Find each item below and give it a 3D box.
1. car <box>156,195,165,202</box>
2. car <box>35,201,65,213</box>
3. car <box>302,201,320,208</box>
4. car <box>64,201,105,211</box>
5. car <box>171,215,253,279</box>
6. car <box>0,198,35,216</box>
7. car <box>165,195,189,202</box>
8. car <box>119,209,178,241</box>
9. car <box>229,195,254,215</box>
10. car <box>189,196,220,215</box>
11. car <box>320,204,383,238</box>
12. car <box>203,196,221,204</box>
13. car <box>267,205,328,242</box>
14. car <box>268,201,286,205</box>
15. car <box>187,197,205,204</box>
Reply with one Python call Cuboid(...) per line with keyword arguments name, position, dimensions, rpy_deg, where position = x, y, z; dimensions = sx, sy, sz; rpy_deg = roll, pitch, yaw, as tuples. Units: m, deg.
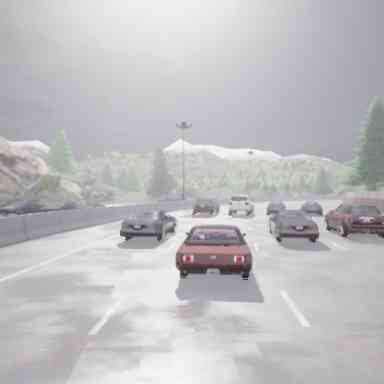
Cuboid(name="car", position=(-5.989, 1.520, 73.212), dimensions=(2.097, 1.767, 4.553), rpy_deg=(0, 0, 27))
Cuboid(name="car", position=(-13.226, 1.611, 34.235), dimensions=(2.033, 1.411, 5.357), rpy_deg=(0, 0, 14))
Cuboid(name="car", position=(12.521, 1.668, 34.862), dimensions=(1.994, 1.385, 4.181), rpy_deg=(0, 0, 16))
Cuboid(name="car", position=(-10.036, 1.628, 32.325), dimensions=(1.994, 1.385, 4.181), rpy_deg=(0, 0, 13))
Cuboid(name="car", position=(0.715, 1.627, 10.160), dimensions=(1.895, 1.301, 4.718), rpy_deg=(0, 0, 5))
Cuboid(name="car", position=(-16.965, 1.604, 33.618), dimensions=(2.033, 1.411, 5.357), rpy_deg=(0, 0, 13))
Cuboid(name="car", position=(-3.200, 1.645, 71.009), dimensions=(1.882, 1.535, 5.008), rpy_deg=(0, 0, 27))
Cuboid(name="car", position=(-2.053, 1.586, 17.101), dimensions=(2.033, 1.411, 5.357), rpy_deg=(0, 0, 8))
Cuboid(name="car", position=(5.217, 1.315, 34.883), dimensions=(2.150, 2.045, 5.566), rpy_deg=(0, 0, 15))
Cuboid(name="car", position=(1.565, 1.438, 34.608), dimensions=(2.097, 1.767, 4.553), rpy_deg=(0, 0, 15))
Cuboid(name="car", position=(8.766, 1.411, 18.166), dimensions=(2.097, 1.767, 4.553), rpy_deg=(0, 0, 9))
Cuboid(name="car", position=(4.179, 1.653, 69.962), dimensions=(1.882, 1.535, 5.008), rpy_deg=(0, 0, 27))
Cuboid(name="car", position=(4.958, 1.596, 16.713), dimensions=(2.033, 1.411, 5.357), rpy_deg=(0, 0, 8))
Cuboid(name="car", position=(9.035, 1.664, 35.403), dimensions=(1.994, 1.385, 4.181), rpy_deg=(0, 0, 16))
Cuboid(name="car", position=(0.969, 1.764, 71.376), dimensions=(1.895, 1.301, 4.718), rpy_deg=(0, 0, 27))
